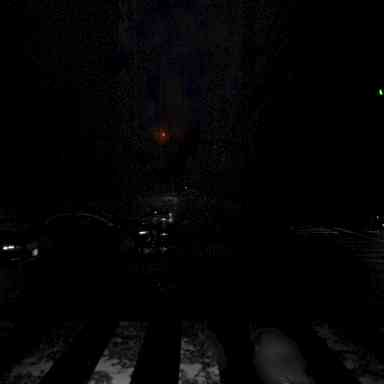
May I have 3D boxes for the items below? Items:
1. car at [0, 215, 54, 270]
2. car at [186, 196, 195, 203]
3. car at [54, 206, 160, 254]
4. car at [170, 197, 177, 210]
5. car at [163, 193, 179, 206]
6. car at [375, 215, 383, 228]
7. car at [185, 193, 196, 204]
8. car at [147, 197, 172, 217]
[{"bbox_3d":[-6.965,1.493,9.587,4.902,1.511,2.128,0,0,0],"label":"car"},{"bbox_3d":[-0.244,1.583,73.033,1.895,1.301,4.718,0,0,0],"label":"car"},{"bbox_3d":[-3.880,1.466,12.849,4.902,1.511,2.128,0,0,0],"label":"car"},{"bbox_3d":[-3.263,1.592,41.568,1.895,1.301,4.718,0,0,0],"label":"car"},{"bbox_3d":[-3.287,1.211,52.158,2.150,2.045,5.566,0,0,0],"label":"car"},{"bbox_3d":[13.487,1.652,19.613,4.718,1.301,1.895,0,1,0],"label":"car"},{"bbox_3d":[-0.123,1.480,62.586,2.128,1.511,4.902,0,0,0],"label":"car"},{"bbox_3d":[-3.222,1.518,31.607,1.812,1.442,4.674,0,0,-1],"label":"car"}]
